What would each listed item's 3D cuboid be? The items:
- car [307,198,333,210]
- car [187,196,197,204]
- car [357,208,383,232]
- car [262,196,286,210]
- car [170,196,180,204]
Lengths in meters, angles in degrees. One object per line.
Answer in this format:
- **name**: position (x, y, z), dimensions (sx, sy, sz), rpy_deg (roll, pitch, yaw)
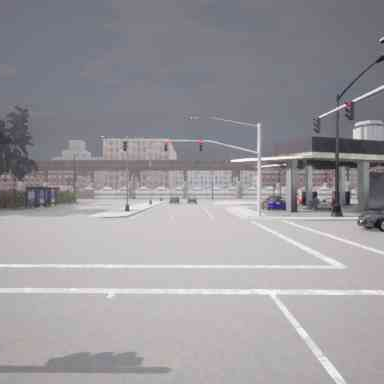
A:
- **car**: position (15.469, 1.456, 40.452), dimensions (1.970, 1.475, 3.806), rpy_deg (0, 0, 0)
- **car**: position (0.022, 1.547, 64.370), dimensions (2.033, 1.411, 5.357), rpy_deg (0, 0, 0)
- **car**: position (12.297, 1.505, 19.528), dimensions (4.892, 1.490, 1.837), rpy_deg (0, 0, -1)
- **car**: position (9.724, 1.295, 39.691), dimensions (2.242, 1.667, 4.611), rpy_deg (0, 0, 0)
- **car**: position (-3.376, 1.491, 65.653), dimensions (2.128, 1.511, 4.902), rpy_deg (0, 0, 0)
